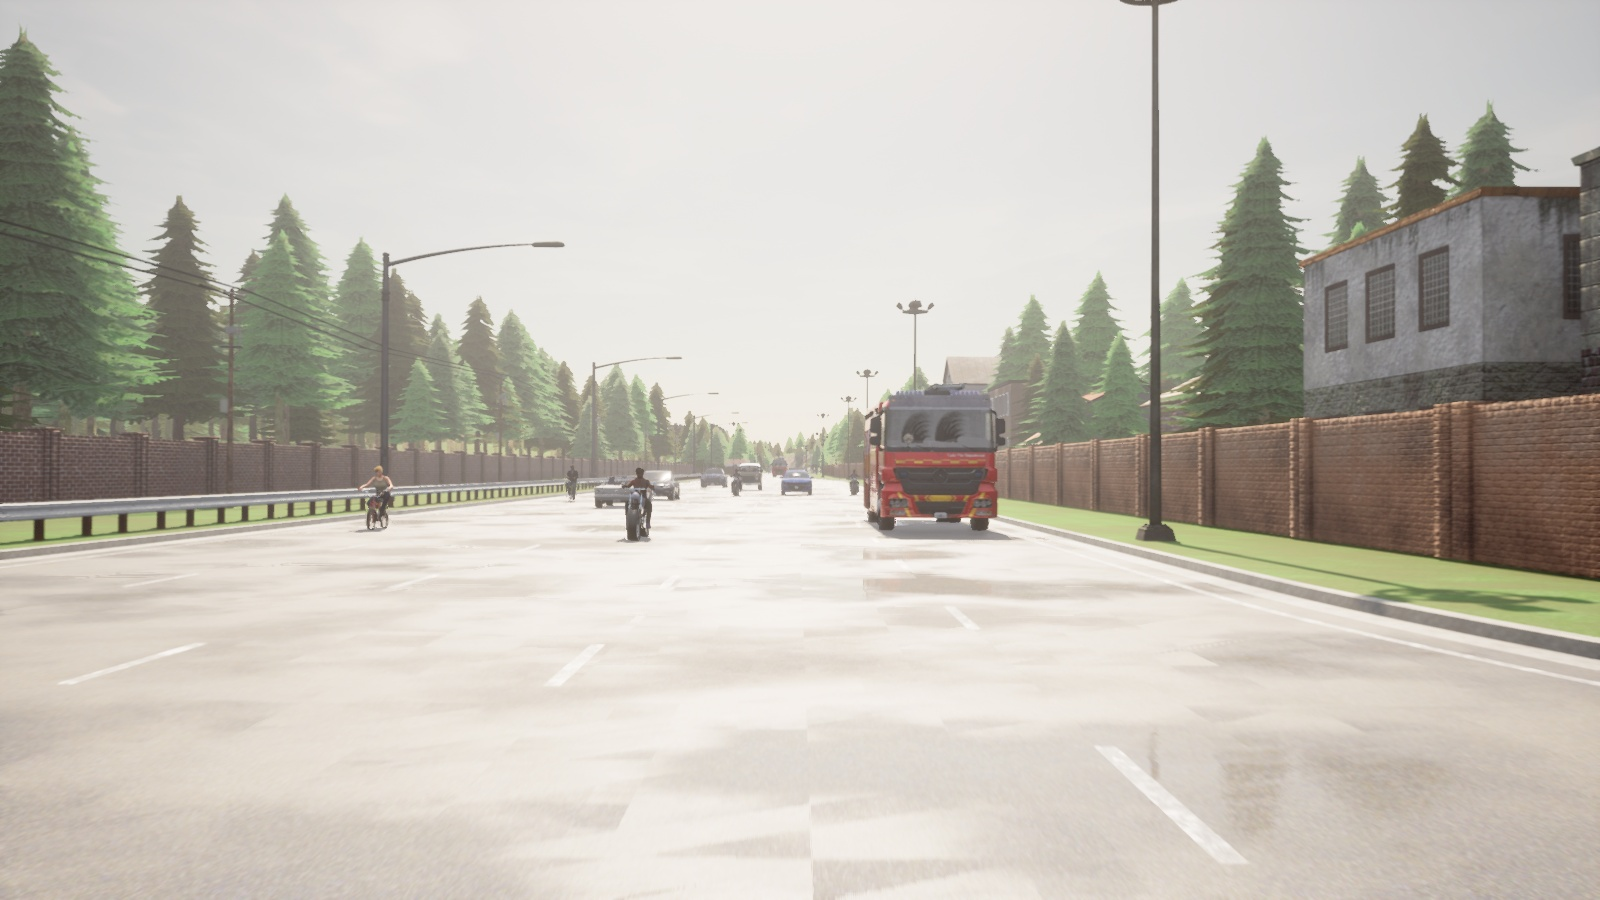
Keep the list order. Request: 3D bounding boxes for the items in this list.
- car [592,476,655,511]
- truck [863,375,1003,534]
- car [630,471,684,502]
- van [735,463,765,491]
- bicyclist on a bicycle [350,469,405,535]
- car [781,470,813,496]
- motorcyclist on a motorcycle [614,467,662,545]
[{"bbox_3d":[-7.126,1.735,51.109,1.895,1.301,4.718,0,-1,0],"label":"car"},{"bbox_3d":[3.411,0.168,34.425,2.891,3.827,8.468,0,-1,0],"label":"truck"},{"bbox_3d":[-7.156,1.823,63.297,2.163,1.488,4.792,0,-1,0],"label":"car"},{"bbox_3d":[-3.729,2.009,93.969,2.069,2.038,4.480,0,-1,0],"label":"van"},{"bbox_3d":[-10.573,1.280,31.483,0.866,1.612,1.509,0,-1,0],"label":"bicyclist on a bicycle"},{"bbox_3d":[-0.190,1.987,77.096,1.882,1.535,5.008,0,-1,0],"label":"car"},{"bbox_3d":[-3.569,1.210,27.862,0.766,1.649,2.350,0,-1,0],"label":"motorcyclist on a motorcycle"}]
